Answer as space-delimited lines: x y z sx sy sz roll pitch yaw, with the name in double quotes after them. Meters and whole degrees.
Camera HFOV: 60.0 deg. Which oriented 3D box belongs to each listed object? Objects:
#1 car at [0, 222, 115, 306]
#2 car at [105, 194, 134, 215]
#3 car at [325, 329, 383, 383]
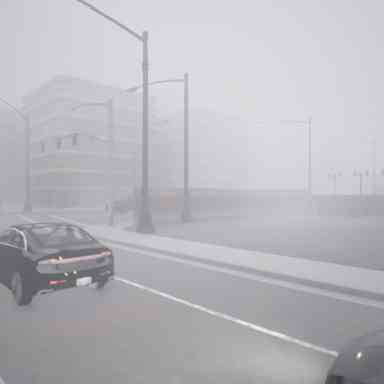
-3.737 1.492 8.133 2.128 1.511 4.902 0 0 -43 "car"
-6.298 1.221 34.992 5.566 2.045 2.150 0 0 -44 "car"
3.202 1.505 1.581 4.892 1.490 1.837 0 0 38 "car"
